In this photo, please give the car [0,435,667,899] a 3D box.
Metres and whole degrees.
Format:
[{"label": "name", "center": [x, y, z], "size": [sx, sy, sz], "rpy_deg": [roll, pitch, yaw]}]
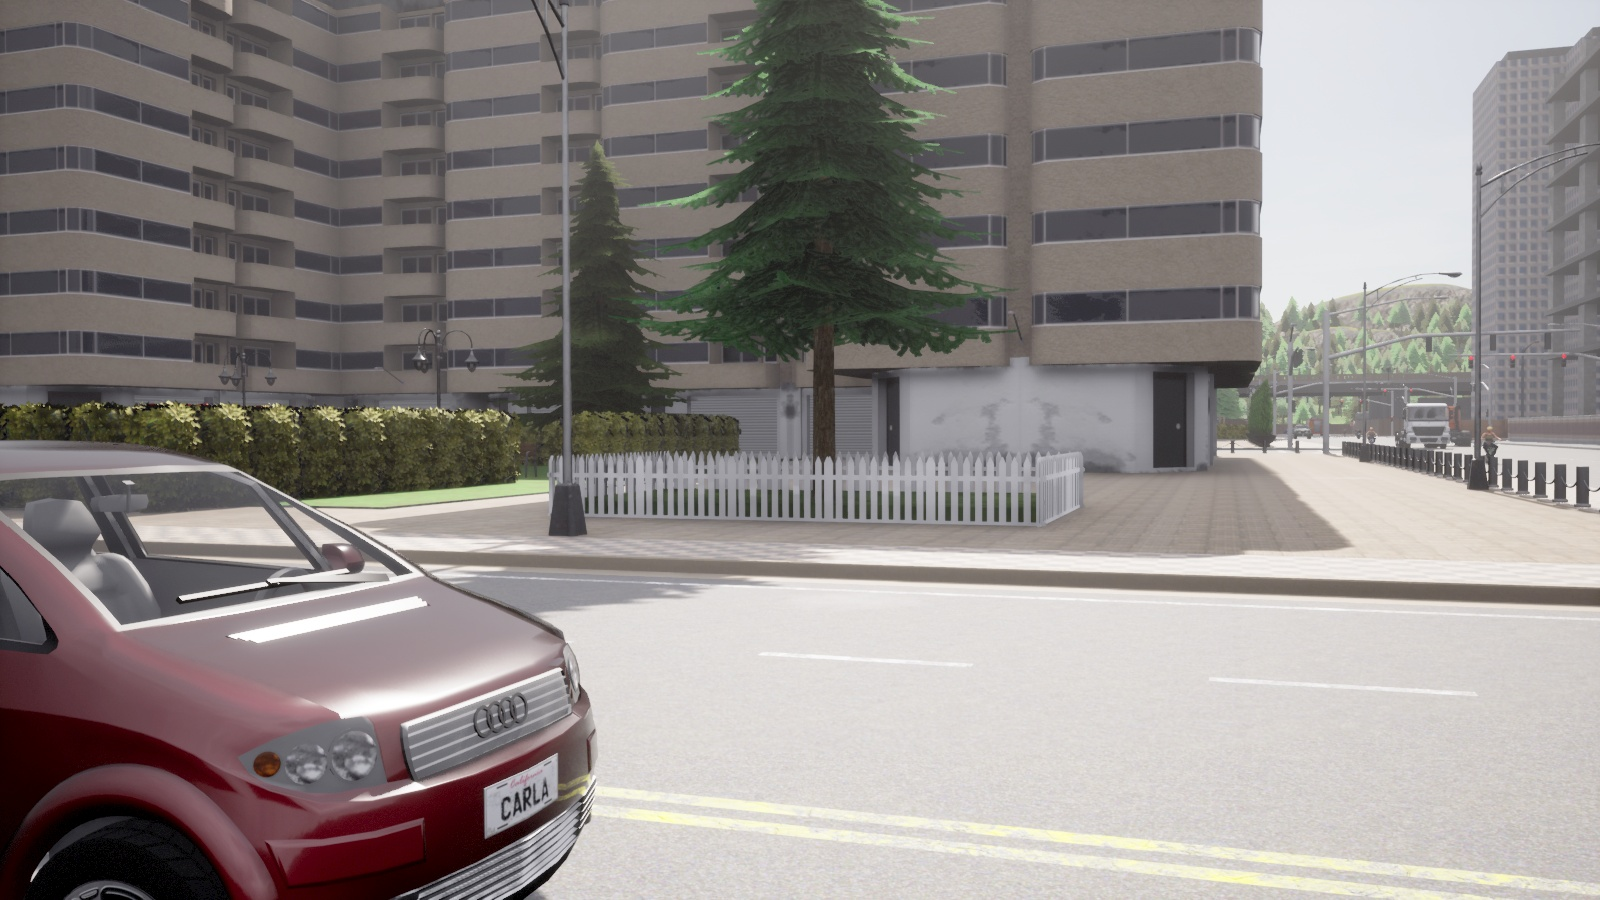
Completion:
[{"label": "car", "center": [-2.497, 0.731, 4.035], "size": [3.705, 1.549, 1.789], "rpy_deg": [0, 1, 19]}]
